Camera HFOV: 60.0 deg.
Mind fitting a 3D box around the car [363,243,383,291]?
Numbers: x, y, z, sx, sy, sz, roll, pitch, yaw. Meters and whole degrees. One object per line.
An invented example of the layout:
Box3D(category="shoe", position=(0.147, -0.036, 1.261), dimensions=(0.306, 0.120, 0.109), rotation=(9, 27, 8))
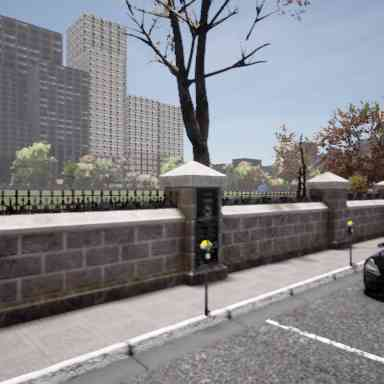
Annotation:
Box3D(category="car", position=(5.702, 1.565, 7.948), dimensions=(4.313, 1.339, 1.947), rotation=(0, 0, -41))
